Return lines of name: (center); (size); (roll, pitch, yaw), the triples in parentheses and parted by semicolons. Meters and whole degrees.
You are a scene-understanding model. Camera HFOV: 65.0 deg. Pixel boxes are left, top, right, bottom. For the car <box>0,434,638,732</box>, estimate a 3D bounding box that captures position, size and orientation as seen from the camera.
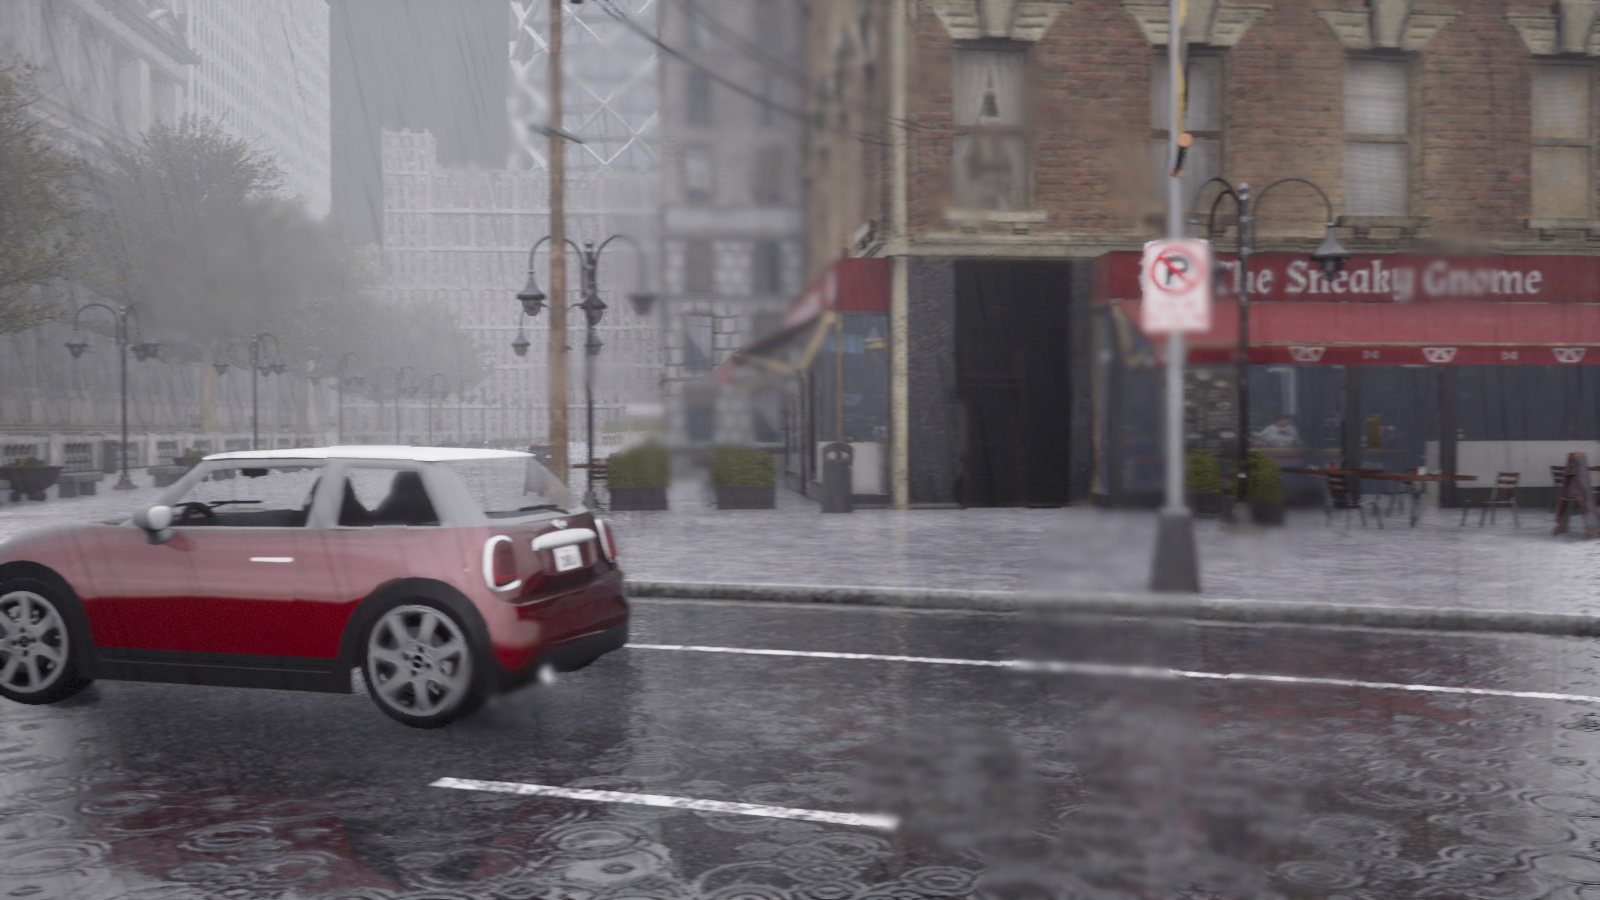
car: (-3.155, 0.649, 7.745); (3.806, 1.475, 1.970); (0, 1, 15)
